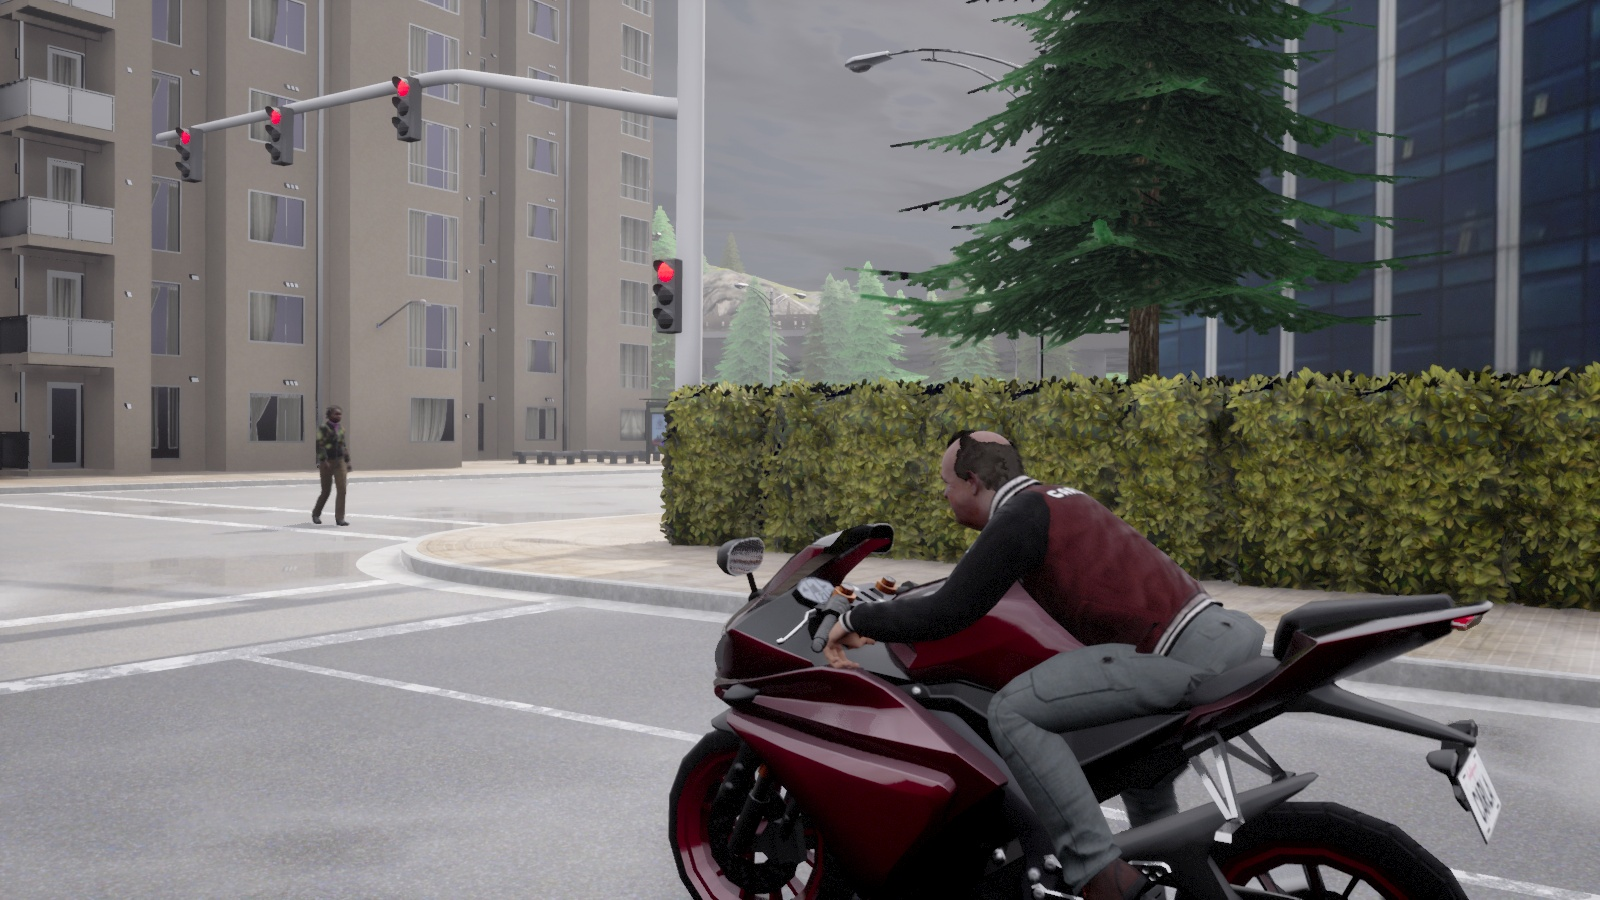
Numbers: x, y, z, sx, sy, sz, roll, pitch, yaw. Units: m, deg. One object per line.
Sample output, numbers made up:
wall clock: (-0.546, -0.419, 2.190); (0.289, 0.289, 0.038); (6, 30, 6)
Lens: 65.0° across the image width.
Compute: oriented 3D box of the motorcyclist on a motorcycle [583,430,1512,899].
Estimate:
motorcyclist on a motorcycle: (0.550, 0.717, 3.258); (2.191, 1.530, 0.866); (0, 1, 34)

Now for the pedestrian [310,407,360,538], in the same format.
pedestrian: (-6.969, 0.323, 18.824); (0.692, 1.930, 0.395); (0, 1, 41)
